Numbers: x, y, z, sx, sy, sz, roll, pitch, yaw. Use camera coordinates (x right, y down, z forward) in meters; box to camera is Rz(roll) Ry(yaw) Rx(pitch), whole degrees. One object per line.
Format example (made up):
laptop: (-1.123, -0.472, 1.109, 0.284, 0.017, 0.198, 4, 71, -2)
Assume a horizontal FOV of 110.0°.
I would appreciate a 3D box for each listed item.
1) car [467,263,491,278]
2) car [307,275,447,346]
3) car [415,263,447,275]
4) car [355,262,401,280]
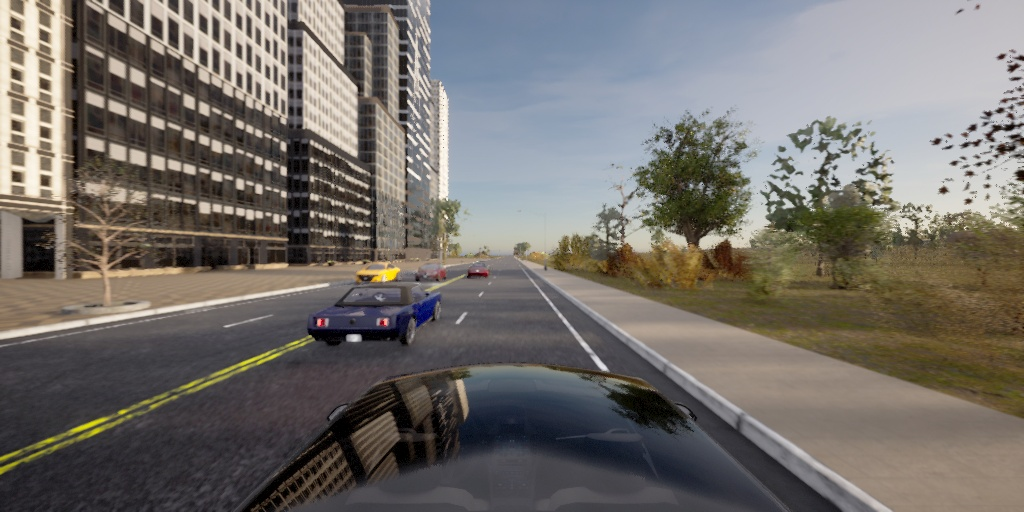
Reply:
car: (-3.148, 1.321, 34.735, 1.994, 1.385, 4.181, 0, 0, 0)
car: (-3.150, 1.354, 9.382, 1.895, 1.301, 4.718, 0, 0, 0)
car: (-6.507, 1.285, 29.245, 1.812, 1.442, 4.674, 0, 0, 0)
car: (-9.782, 1.240, 26.505, 1.882, 1.535, 5.008, 0, 0, 1)
